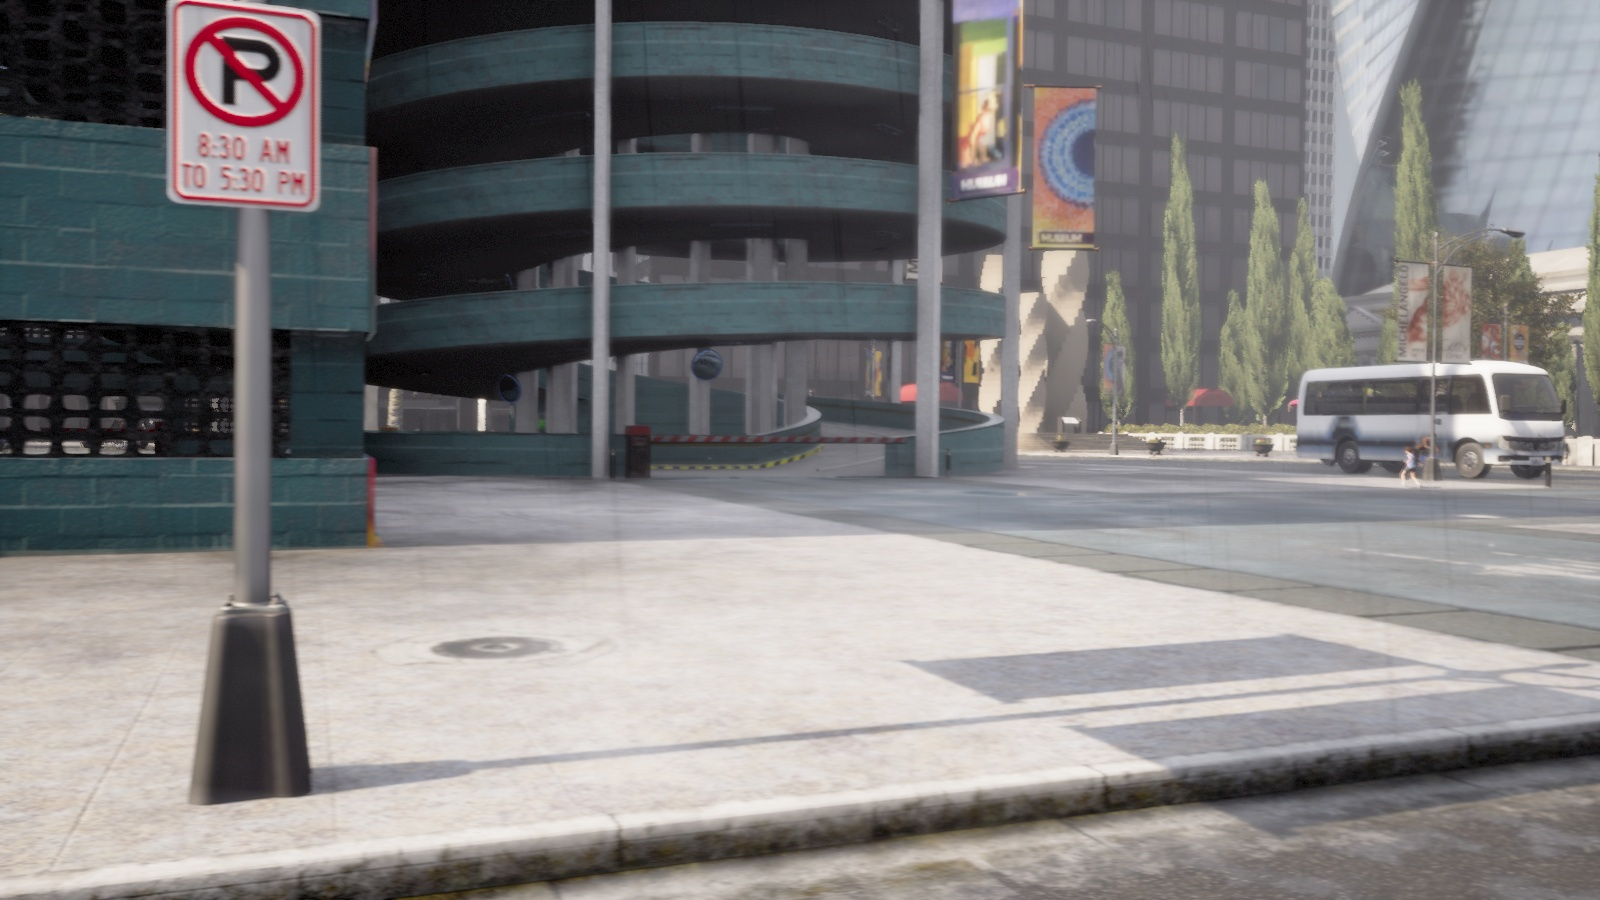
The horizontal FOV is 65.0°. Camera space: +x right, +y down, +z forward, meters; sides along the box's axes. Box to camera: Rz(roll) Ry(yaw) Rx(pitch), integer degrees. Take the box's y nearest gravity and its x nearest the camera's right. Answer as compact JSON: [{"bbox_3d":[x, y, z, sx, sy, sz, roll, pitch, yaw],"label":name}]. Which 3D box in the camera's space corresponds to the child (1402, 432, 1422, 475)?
[{"bbox_3d":[15.761,0.093,32.336,0.255,1.110,0.394,-1,1,-23],"label":"child"}]

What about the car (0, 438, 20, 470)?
[{"bbox_3d":[-41.461,0.222,62.967,3.705,1.549,1.789,-1,1,-23],"label":"car"}]

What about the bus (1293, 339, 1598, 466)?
[{"bbox_3d":[24.018,-1.682,47.679,3.944,4.253,10.273,-1,1,-21],"label":"bus"}]

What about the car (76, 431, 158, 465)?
[{"bbox_3d":[-38.880,-0.139,71.546,3.866,1.878,1.905,-1,1,-21],"label":"car"}]
